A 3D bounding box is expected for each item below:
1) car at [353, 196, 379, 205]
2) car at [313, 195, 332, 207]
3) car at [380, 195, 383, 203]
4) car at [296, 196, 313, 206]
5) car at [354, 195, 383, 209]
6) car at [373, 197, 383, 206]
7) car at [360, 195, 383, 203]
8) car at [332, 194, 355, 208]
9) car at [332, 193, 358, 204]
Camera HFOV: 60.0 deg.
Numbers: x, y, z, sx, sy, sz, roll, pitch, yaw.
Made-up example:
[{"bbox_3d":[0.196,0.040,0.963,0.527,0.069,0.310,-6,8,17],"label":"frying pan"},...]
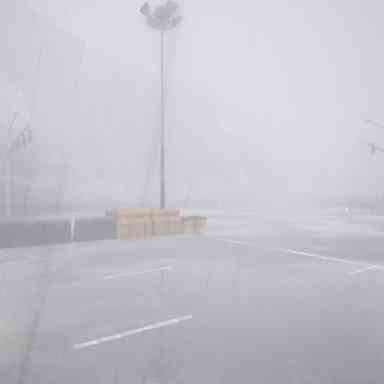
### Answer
[{"bbox_3d":[28.527,1.346,54.467,4.181,1.385,1.994,0,0,-34],"label":"car"},{"bbox_3d":[20.395,1.178,48.698,4.553,1.767,2.097,0,0,-35],"label":"car"},{"bbox_3d":[35.805,1.248,59.607,4.892,1.490,1.837,0,0,-35],"label":"car"},{"bbox_3d":[18.126,1.319,51.378,4.902,1.511,2.128,0,0,-36],"label":"car"},{"bbox_3d":[22.902,1.361,41.890,4.674,1.442,1.812,0,0,-35],"label":"car"},{"bbox_3d":[30.042,1.386,51.276,4.718,1.301,1.895,0,0,-35],"label":"car"},{"bbox_3d":[33.924,1.282,62.563,5.357,1.411,2.033,0,0,-36],"label":"car"},{"bbox_3d":[21.943,1.376,45.512,5.357,1.411,2.033,0,0,-36],"label":"car"},{"bbox_3d":[26.267,1.136,57.164,4.553,1.767,2.097,0,0,-35],"label":"car"}]
